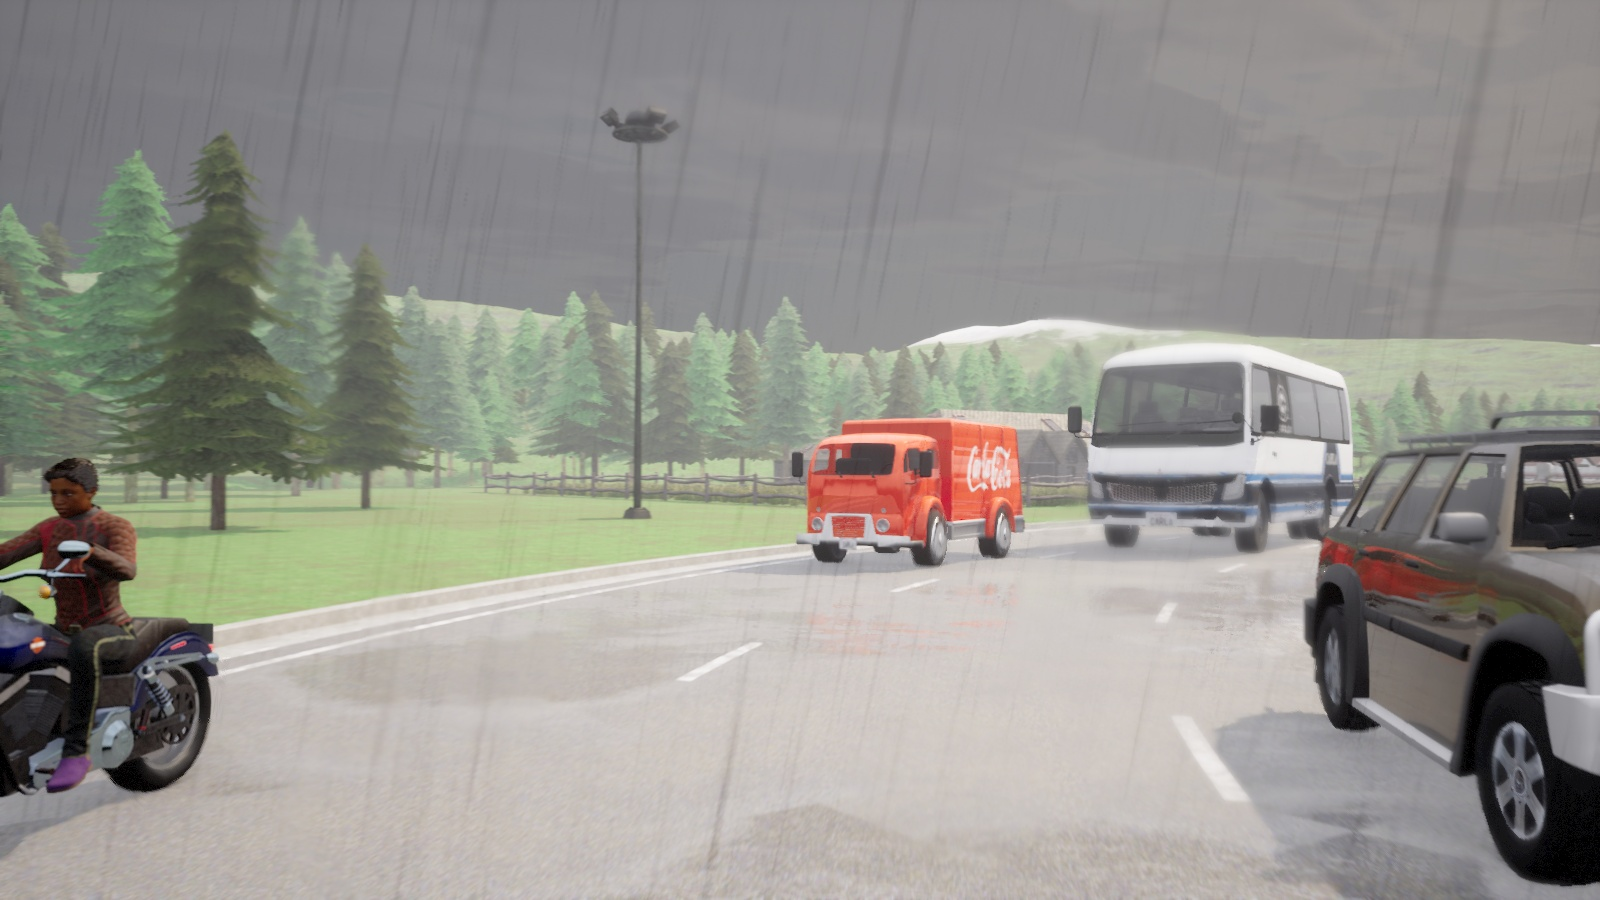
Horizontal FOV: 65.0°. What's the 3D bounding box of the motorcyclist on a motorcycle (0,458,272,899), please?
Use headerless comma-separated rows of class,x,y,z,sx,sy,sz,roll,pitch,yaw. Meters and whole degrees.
motorcyclist on a motorcycle,-3.237,0.863,5.304,0.766,1.649,2.350,0,-1,7

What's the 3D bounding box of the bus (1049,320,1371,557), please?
bus,9.484,-0.123,27.853,3.944,4.253,10.273,-1,-1,35

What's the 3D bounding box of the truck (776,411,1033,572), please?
truck,2.006,0.694,22.149,2.627,2.467,5.204,-1,-1,29

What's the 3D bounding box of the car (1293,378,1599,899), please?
car,3.920,0.722,6.091,1.932,1.855,4.605,-1,-1,10
